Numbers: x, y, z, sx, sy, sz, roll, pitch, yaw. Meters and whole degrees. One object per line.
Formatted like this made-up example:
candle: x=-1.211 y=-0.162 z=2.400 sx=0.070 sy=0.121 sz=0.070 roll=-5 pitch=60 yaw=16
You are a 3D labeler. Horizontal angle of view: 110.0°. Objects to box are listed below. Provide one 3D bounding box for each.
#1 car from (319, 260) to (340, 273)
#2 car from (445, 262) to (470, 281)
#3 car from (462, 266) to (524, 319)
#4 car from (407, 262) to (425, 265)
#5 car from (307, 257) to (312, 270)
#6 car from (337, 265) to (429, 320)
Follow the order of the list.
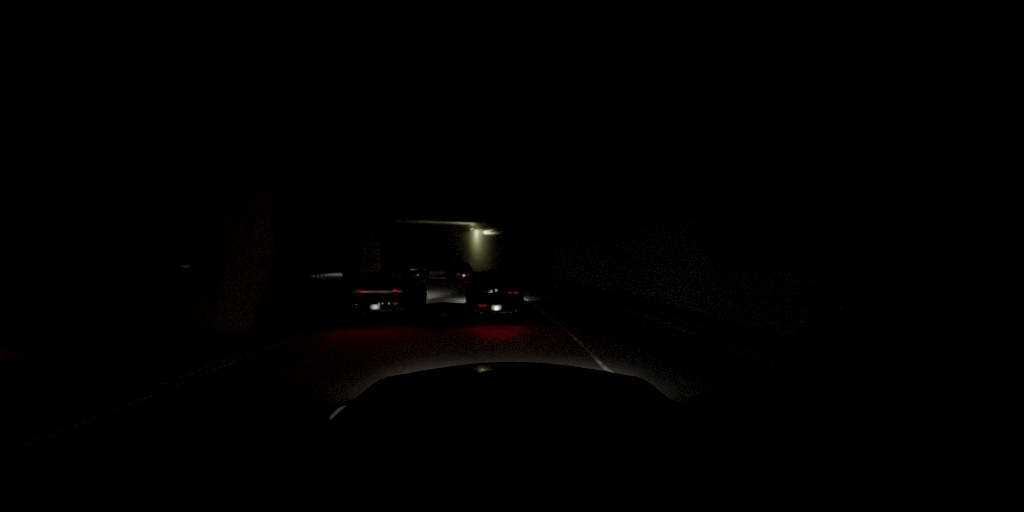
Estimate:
car: x=-23.325 y=1.313 z=45.855 sx=2.128 sy=1.511 sz=4.902 roll=0 pitch=0 yaw=-36
car: x=-4.524 y=1.283 z=30.604 sx=1.837 sy=1.490 sz=4.892 roll=0 pitch=0 yaw=-17
car: x=-0.708 y=1.264 z=12.900 sx=1.837 sy=1.490 sz=4.892 roll=0 pitch=0 yaw=-6
car: x=-8.180 y=1.275 z=30.512 sx=2.128 sy=1.511 sz=4.902 roll=0 pitch=0 yaw=-18
car: x=-25.002 y=1.044 z=42.199 sx=2.150 sy=2.045 sz=5.566 roll=0 pitch=-1 yaw=-32
car: x=-4.203 y=1.256 z=12.757 sx=2.128 sy=1.511 sz=4.902 roll=0 pitch=0 yaw=-6
